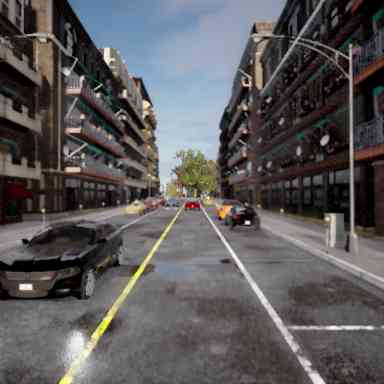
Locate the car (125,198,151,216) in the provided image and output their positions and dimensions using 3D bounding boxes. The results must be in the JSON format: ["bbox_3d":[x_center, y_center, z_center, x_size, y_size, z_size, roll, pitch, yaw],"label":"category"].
[{"bbox_3d":[-5.669,1.603,33.772,1.752,1.417,4.829,1,0,0],"label":"car"}]

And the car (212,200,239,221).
[{"bbox_3d":[3.120,1.416,28.141,2.097,1.767,4.553,0,0,0],"label":"car"}]

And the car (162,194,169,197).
[{"bbox_3d":[-5.659,1.449,56.589,2.192,1.841,5.009,1,0,0],"label":"car"}]

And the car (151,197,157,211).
[{"bbox_3d":[-5.667,1.636,39.602,1.887,1.381,4.507,1,0,0],"label":"car"}]

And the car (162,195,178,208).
[{"bbox_3d":[-3.055,1.667,51.361,2.033,1.411,5.357,0,0,0],"label":"car"}]

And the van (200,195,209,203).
[{"bbox_3d":[2.713,1.518,73.532,1.690,1.788,3.998,1,0,0],"label":"van"}]

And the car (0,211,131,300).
[{"bbox_3d":[-3.098,1.498,8.702,1.882,1.535,5.008,0,0,0],"label":"car"}]

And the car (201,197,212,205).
[{"bbox_3d":[2.723,1.692,62.208,1.887,1.381,4.507,1,0,0],"label":"car"}]

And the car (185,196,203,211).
[{"bbox_3d":[0.069,1.578,43.488,1.882,1.535,5.008,0,0,0],"label":"car"}]

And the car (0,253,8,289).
[{"bbox_3d":[-5.674,1.329,5.633,2.192,1.841,5.009,1,0,0],"label":"car"}]

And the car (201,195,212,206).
[{"bbox_3d":[2.719,1.659,56.717,1.752,1.417,4.829,1,0,0],"label":"car"}]

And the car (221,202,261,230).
[{"bbox_3d":[3.155,1.573,21.169,1.812,1.442,4.674,0,0,0],"label":"car"}]

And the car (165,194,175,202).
[{"bbox_3d":[-5.650,1.524,84.896,2.192,1.841,5.009,1,0,0],"label":"car"}]

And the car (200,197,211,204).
[{"bbox_3d":[2.729,1.728,67.870,1.947,1.339,4.313,1,0,0],"label":"car"}]

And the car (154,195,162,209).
[{"bbox_3d":[-5.664,1.545,45.265,1.967,1.590,4.097,1,0,0],"label":"car"}]

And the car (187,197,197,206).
[{"bbox_3d":[0.038,1.669,60.514,1.812,1.442,4.674,0,0,1],"label":"car"}]
